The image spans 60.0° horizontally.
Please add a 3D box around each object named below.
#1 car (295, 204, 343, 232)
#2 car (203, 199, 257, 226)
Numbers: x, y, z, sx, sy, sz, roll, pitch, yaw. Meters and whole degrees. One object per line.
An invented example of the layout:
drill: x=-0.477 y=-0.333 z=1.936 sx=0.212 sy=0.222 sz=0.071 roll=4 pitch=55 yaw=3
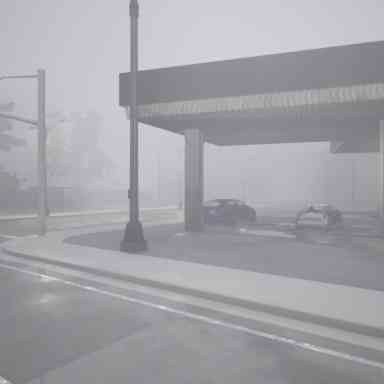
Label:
car: x=7.664 y=1.456 z=19.829 sx=1.970 sy=1.475 sz=3.806 roll=0 pitch=0 yaw=37
car: x=2.590 y=1.295 z=22.629 sx=2.242 sy=1.667 sz=4.611 roll=0 pitch=0 yaw=37
